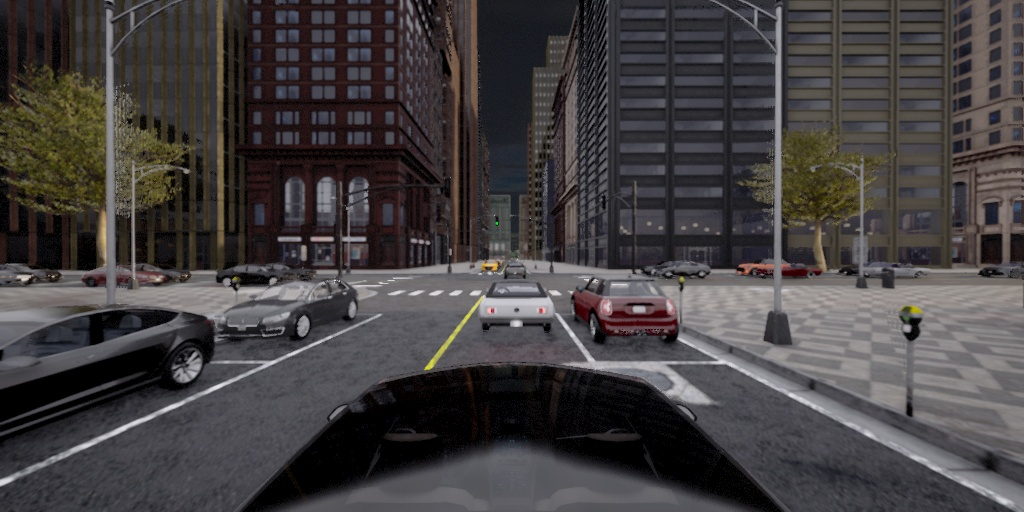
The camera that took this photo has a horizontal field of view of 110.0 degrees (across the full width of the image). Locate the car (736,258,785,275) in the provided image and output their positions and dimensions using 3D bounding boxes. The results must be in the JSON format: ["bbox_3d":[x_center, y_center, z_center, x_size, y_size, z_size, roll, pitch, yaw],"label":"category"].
[{"bbox_3d":[24.172,1.023,34.548,4.553,1.767,2.097,0,0,0],"label":"car"}]

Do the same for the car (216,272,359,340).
[{"bbox_3d":[-5.732,1.302,9.806,2.007,1.370,4.403,0,0,0],"label":"car"}]

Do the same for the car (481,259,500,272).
[{"bbox_3d":[-2.858,1.249,46.280,1.882,1.535,5.008,0,0,0],"label":"car"}]

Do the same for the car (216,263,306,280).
[{"bbox_3d":[-17.450,1.299,24.700,5.008,1.535,1.882,0,0,-1],"label":"car"}]

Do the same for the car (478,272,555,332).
[{"bbox_3d":[0.127,1.352,10.915,1.895,1.301,4.718,0,0,0],"label":"car"}]

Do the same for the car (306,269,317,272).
[{"bbox_3d":[-17.852,1.285,27.948,5.008,1.535,1.882,0,0,0],"label":"car"}]

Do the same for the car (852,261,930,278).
[{"bbox_3d":[33.138,1.268,31.277,4.718,1.301,1.895,0,0,0],"label":"car"}]

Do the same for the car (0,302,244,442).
[{"bbox_3d":[-5.757,1.316,4.169,1.948,1.339,4.313,0,0,0],"label":"car"}]

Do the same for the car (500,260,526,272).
[{"bbox_3d":[0.286,1.253,32.909,2.128,1.511,4.902,0,0,1],"label":"car"}]

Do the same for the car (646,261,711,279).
[{"bbox_3d":[14.747,1.199,31.336,4.902,1.511,2.128,0,0,-2],"label":"car"}]

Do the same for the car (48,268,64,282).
[{"bbox_3d":[-38.247,1.370,28.008,4.892,1.490,1.837,0,0,0],"label":"car"}]

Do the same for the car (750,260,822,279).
[{"bbox_3d":[24.015,1.288,31.306,4.718,1.301,1.895,0,0,0],"label":"car"}]

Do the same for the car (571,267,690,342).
[{"bbox_3d":[2.793,1.191,9.769,1.967,1.591,4.097,0,0,0],"label":"car"}]

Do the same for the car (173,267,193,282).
[{"bbox_3d":[-27.841,1.340,27.971,4.892,1.490,1.837,0,0,0],"label":"car"}]

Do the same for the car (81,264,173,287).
[{"bbox_3d":[-26.730,1.373,24.720,4.674,1.442,1.812,0,0,0],"label":"car"}]

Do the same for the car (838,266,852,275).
[{"bbox_3d":[34.782,1.196,34.521,5.357,1.411,2.033,0,0,0],"label":"car"}]

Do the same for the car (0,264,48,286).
[{"bbox_3d":[-36.056,1.366,24.750,4.902,1.511,2.128,0,0,0],"label":"car"}]

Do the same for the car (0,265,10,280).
[{"bbox_3d":[-47.625,1.478,31.417,4.718,1.301,1.895,0,0,1],"label":"car"}]

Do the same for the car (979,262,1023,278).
[{"bbox_3d":[43.660,1.211,31.213,4.181,1.385,1.994,0,0,1],"label":"car"}]
